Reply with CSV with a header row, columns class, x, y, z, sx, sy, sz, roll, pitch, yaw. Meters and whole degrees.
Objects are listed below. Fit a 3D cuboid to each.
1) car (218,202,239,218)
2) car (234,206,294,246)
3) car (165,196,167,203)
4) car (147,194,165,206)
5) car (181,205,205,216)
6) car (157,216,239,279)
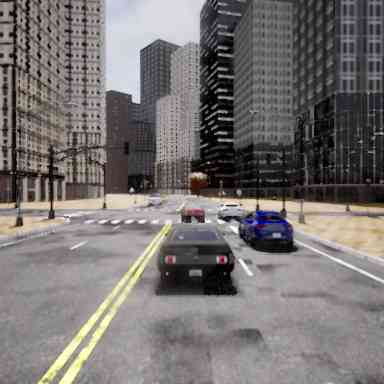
class,x,y,z,sx,sy,sz,roll,pitch,yaw
car,3.323,1.637,29.307,1.812,1.442,4.674,0,-1,0
car,3.334,1.579,15.487,1.812,1.442,4.674,0,-1,-1
car,-6.596,1.657,75.090,1.882,1.535,5.008,0,0,-1
car,-6.599,1.379,59.571,2.150,2.045,5.566,0,0,1
car,0.081,1.698,27.600,1.895,1.301,4.718,0,-1,0
car,0.093,1.636,10.098,1.895,1.301,4.718,0,0,0
